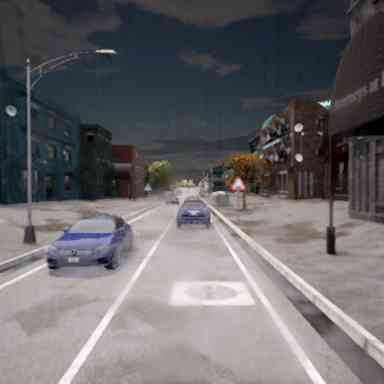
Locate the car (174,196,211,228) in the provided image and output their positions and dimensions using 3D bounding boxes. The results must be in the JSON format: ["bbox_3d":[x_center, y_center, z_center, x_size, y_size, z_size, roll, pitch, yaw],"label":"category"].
[{"bbox_3d":[0.100,1.315,22.089,2.097,1.767,4.553,0,0,0],"label":"car"}]

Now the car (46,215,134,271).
[{"bbox_3d":[-3.101,1.515,11.052,1.812,1.442,4.674,0,0,0],"label":"car"}]

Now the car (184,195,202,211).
[{"bbox_3d":[0.101,1.236,39.763,2.097,1.767,4.553,0,0,0],"label":"car"}]

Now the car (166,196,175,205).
[{"bbox_3d":[-3.065,1.382,52.831,1.994,1.385,4.181,0,0,0],"label":"car"}]
